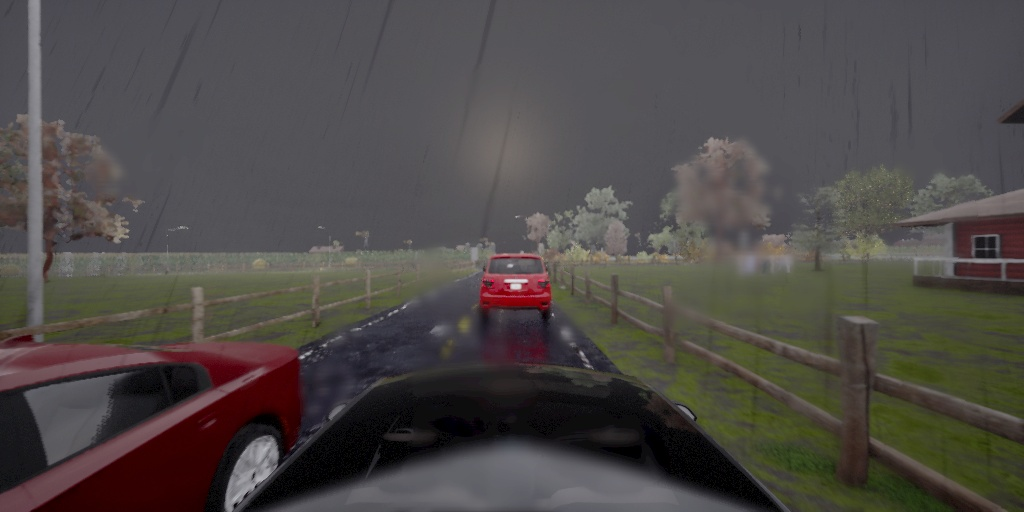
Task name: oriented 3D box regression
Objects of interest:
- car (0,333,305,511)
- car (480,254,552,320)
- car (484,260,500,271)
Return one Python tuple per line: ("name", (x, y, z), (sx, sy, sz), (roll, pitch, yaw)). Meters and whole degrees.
("car", (-2.858, 1.227, 1.250), (1.882, 1.535, 5.008), (0, 0, 0))
("car", (0.117, 0.944, 12.675), (2.150, 2.045, 5.566), (0, 0, 0))
("car", (-2.664, 1.227, 48.613), (1.994, 1.385, 4.181), (0, 0, 0))
